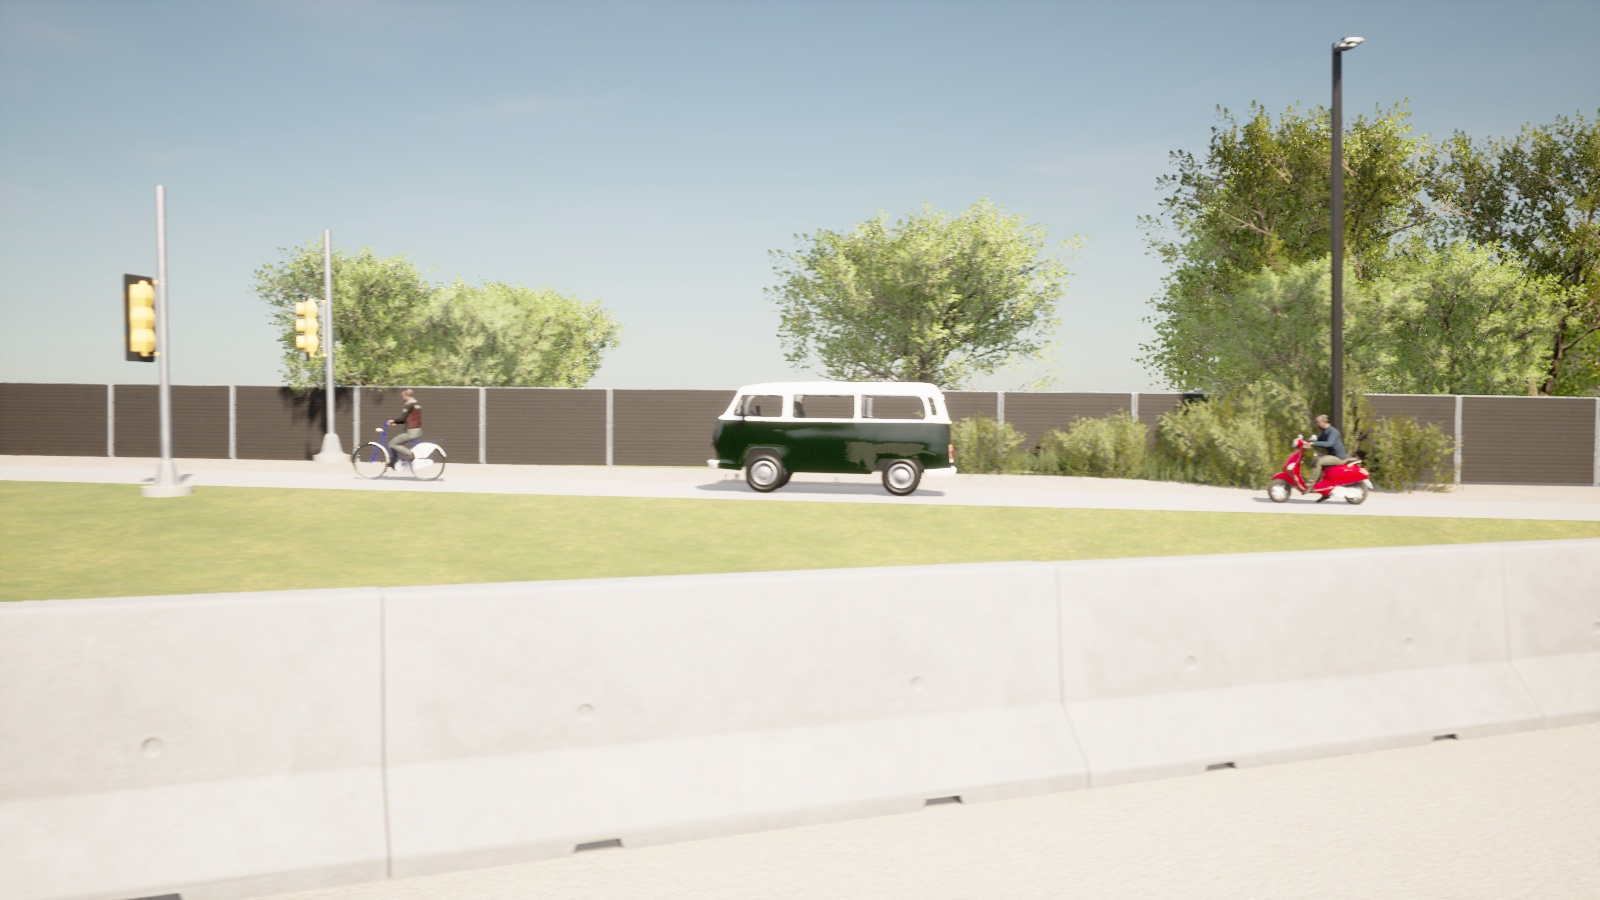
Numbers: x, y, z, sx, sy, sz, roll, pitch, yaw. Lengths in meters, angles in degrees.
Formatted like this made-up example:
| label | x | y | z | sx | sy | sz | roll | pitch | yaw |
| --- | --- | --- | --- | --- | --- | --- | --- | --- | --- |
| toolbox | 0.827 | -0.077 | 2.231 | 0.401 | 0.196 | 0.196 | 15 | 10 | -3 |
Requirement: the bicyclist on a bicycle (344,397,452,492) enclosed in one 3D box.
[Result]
| label | x | y | z | sx | sy | sz | roll | pitch | yaw |
| --- | --- | --- | --- | --- | --- | --- | --- | --- | --- |
| bicyclist on a bicycle | -7.688 | -0.114 | 24.027 | 1.843 | 1.776 | 0.659 | 0 | 2 | 6 |

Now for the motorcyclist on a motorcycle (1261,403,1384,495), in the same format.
| label | x | y | z | sx | sy | sz | roll | pitch | yaw |
| --- | --- | --- | --- | --- | --- | --- | --- | --- | --- |
| motorcyclist on a motorcycle | 9.259 | -0.029 | 22.307 | 1.817 | 1.590 | 0.866 | 0 | 2 | 4 |

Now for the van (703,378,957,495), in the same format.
| label | x | y | z | sx | sy | sz | roll | pitch | yaw |
| --- | --- | --- | --- | --- | --- | --- | --- | --- | --- |
| van | 0.616 | -0.258 | 23.132 | 4.480 | 2.038 | 2.069 | 0 | 2 | 6 |
